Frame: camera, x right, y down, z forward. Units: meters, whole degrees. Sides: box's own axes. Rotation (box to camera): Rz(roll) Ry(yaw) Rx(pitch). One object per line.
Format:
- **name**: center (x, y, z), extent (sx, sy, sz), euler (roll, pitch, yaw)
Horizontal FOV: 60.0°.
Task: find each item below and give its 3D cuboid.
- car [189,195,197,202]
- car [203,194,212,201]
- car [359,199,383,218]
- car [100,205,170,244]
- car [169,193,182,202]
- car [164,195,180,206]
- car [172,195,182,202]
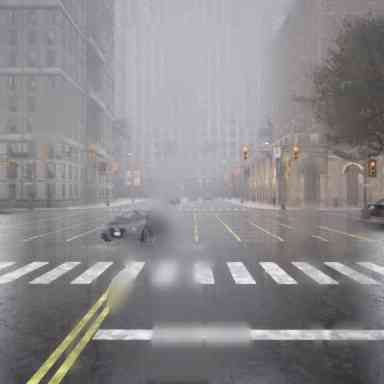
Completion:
- **car**: center (0.192, 1.449, 78.638), extent (2.128, 1.511, 4.902), euler (0, 0, 1)
- **car**: center (3.691, 1.279, 78.572), extent (2.097, 1.767, 4.553), euler (0, 0, 1)
- **car**: center (17.316, 1.352, 29.347), extent (4.553, 1.767, 2.097), euler (0, 0, 0)
- **car**: center (-2.581, 1.564, 15.898), extent (1.994, 1.385, 4.181), euler (0, 0, 17)
- **car**: center (-3.497, 1.221, 64.531), extent (2.150, 2.045, 5.566), euler (0, 0, 1)
- **car**: center (-3.546, 1.601, 54.813), extent (1.895, 1.301, 4.718), euler (0, 0, 1)
- **car**: center (-3.347, 1.500, 74.991), extent (1.837, 1.490, 4.892), euler (0, 0, 1)
